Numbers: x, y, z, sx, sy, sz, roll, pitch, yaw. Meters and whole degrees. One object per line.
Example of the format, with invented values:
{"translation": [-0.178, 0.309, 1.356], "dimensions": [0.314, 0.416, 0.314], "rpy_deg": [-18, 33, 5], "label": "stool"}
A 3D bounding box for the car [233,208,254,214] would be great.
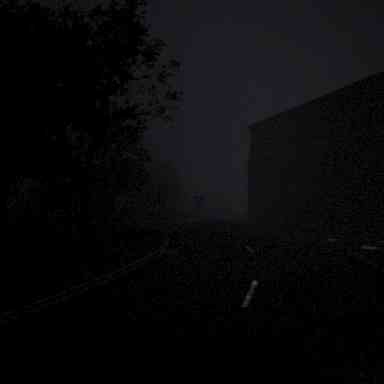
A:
{"translation": [14.250, 5.155, 91.466], "dimensions": [5.366, 1.575, 1.946], "rpy_deg": [-1, -2, 16], "label": "car"}

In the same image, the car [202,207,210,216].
{"translation": [0.556, 4.571, 72.005], "dimensions": [5.366, 1.575, 1.946], "rpy_deg": [-1, -3, 14], "label": "car"}

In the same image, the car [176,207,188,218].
{"translation": [-4.255, 3.955, 64.588], "dimensions": [5.566, 2.045, 2.435], "rpy_deg": [-1, -3, 13], "label": "car"}

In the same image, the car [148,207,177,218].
{"translation": [-5.860, 4.081, 62.091], "dimensions": [4.892, 1.521, 2.231], "rpy_deg": [-1, -3, 13], "label": "car"}

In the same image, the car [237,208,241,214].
{"translation": [9.221, 5.004, 84.186], "dimensions": [4.892, 1.521, 2.231], "rpy_deg": [-1, -3, 15], "label": "car"}

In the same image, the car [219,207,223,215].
{"translation": [4.134, 4.649, 76.871], "dimensions": [4.553, 1.767, 2.185], "rpy_deg": [-1, -2, 14], "label": "car"}

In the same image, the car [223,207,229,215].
{"translation": [5.773, 4.891, 79.318], "dimensions": [4.792, 1.488, 2.163], "rpy_deg": [-1, -2, 15], "label": "car"}

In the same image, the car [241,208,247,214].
{"translation": [10.955, 5.057, 86.596], "dimensions": [5.008, 1.535, 2.097], "rpy_deg": [-1, -2, 15], "label": "car"}

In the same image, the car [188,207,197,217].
{"translation": [-2.550, 4.079, 67.056], "dimensions": [5.566, 2.045, 2.435], "rpy_deg": [-1, -3, 14], "label": "car"}

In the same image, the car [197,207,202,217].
{"translation": [-0.954, 4.329, 69.524], "dimensions": [4.553, 1.767, 2.185], "rpy_deg": [-1, -3, 14], "label": "car"}

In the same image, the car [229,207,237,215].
{"translation": [7.477, 4.687, 81.763], "dimensions": [5.566, 2.045, 2.435], "rpy_deg": [-1, -2, 15], "label": "car"}

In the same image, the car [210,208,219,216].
{"translation": [2.446, 4.427, 74.434], "dimensions": [5.566, 2.045, 2.435], "rpy_deg": [-1, -3, 14], "label": "car"}

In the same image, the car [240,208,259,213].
{"translation": [16.187, 5.201, 93.809], "dimensions": [5.008, 1.535, 2.097], "rpy_deg": [-1, -2, 16], "label": "car"}
